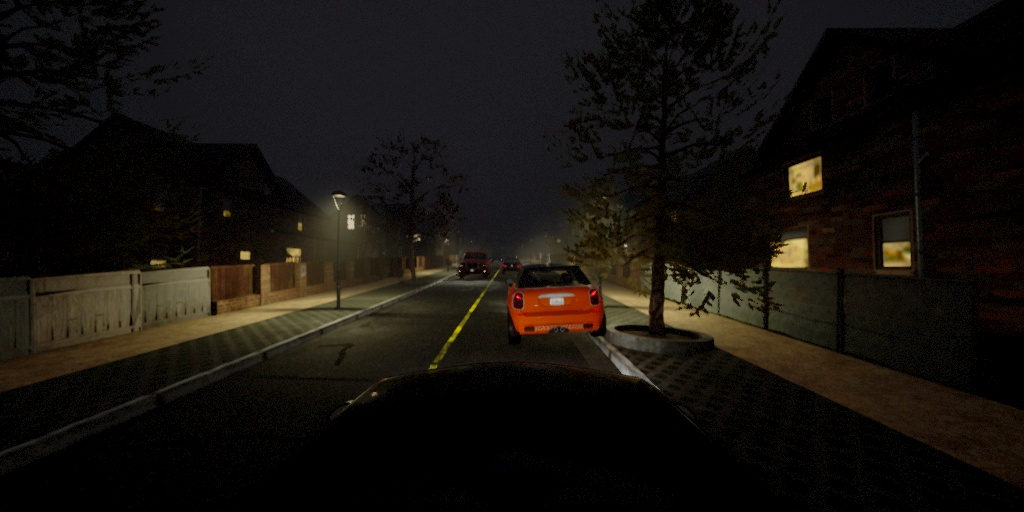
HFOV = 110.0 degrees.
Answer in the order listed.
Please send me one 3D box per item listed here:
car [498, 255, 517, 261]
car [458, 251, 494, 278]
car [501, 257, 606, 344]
[{"bbox_3d":[0.007,0.904,34.061,2.033,1.411,5.357,0,1,0],"label":"car"},{"bbox_3d":[-2.889,0.640,28.704,2.150,2.045,5.566,0,1,0],"label":"car"},{"bbox_3d":[0.911,0.953,9.435,2.097,1.767,4.553,-3,0,0],"label":"car"}]
